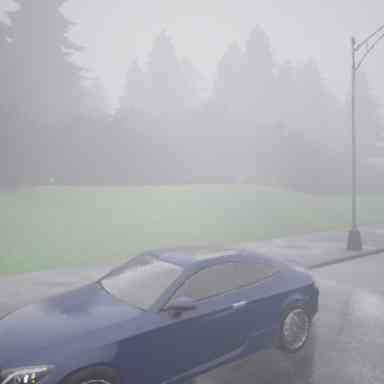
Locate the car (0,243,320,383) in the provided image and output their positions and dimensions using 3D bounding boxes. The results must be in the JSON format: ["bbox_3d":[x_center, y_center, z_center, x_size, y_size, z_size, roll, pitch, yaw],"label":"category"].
[{"bbox_3d":[-0.155,1.499,4.498,4.674,1.442,1.812,-1,0,-35],"label":"car"}]
